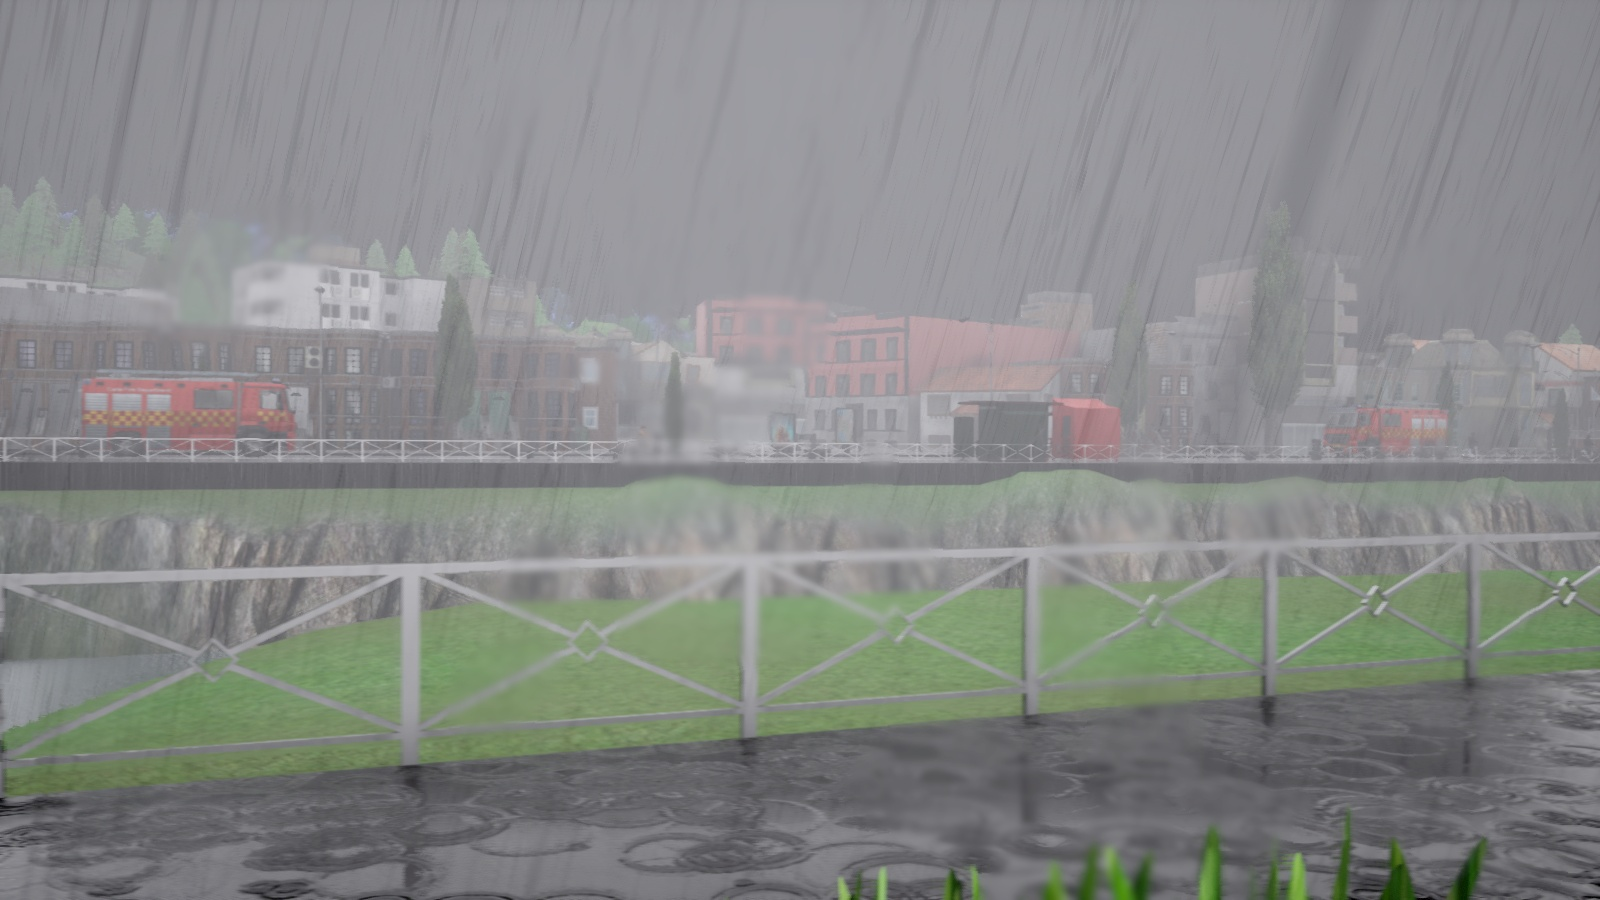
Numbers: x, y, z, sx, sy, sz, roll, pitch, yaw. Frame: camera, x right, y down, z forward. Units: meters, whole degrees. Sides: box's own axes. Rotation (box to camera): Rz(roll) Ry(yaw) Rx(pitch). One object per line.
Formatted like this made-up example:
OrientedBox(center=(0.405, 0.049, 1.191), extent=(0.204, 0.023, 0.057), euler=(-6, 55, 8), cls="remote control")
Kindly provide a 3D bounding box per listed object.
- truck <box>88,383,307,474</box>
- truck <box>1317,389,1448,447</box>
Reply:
OrientedBox(center=(-26.349, -0.984, 55.459), extent=(8.468, 3.827, 2.891), euler=(-1, 1, -21), cls="truck")
OrientedBox(center=(39.292, -2.169, 84.680), extent=(8.468, 3.827, 2.891), euler=(-1, 1, -21), cls="truck")
